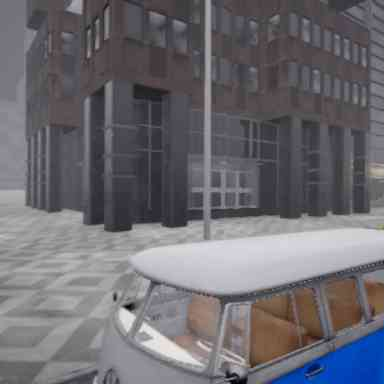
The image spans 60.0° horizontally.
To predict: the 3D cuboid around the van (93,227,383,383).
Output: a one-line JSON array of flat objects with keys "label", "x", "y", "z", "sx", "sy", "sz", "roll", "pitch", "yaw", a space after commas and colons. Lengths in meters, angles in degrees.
[{"label": "van", "x": 1.073, "y": 1.333, "z": 3.291, "sx": 3.998, "sy": 1.788, "sz": 1.690, "roll": 0, "pitch": 0, "yaw": -35}]
